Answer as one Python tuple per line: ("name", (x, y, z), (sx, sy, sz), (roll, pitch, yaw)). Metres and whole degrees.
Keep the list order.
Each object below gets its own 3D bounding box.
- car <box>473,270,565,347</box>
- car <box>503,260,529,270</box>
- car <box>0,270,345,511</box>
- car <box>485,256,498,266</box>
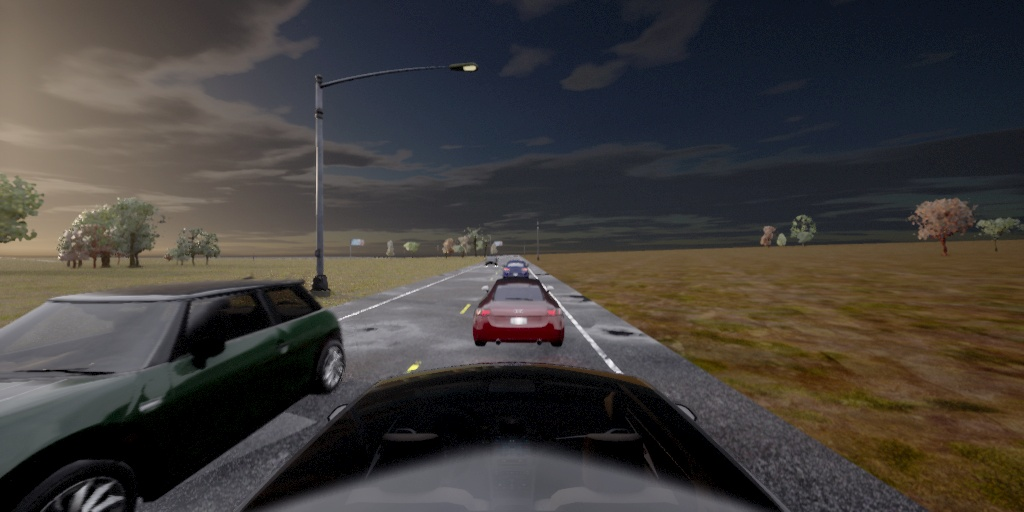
("car", (0.155, 1.245, 9.166), (1.994, 1.385, 4.181), (0, 1, 1))
("car", (0.292, 1.047, 26.456), (1.812, 1.442, 4.674), (0, 1, 1))
("car", (-3.589, 1.085, 3.523), (2.097, 1.767, 4.553), (0, 1, 0))
("car", (-3.131, 0.758, 55.049), (1.837, 1.490, 4.892), (0, 0, 1))
